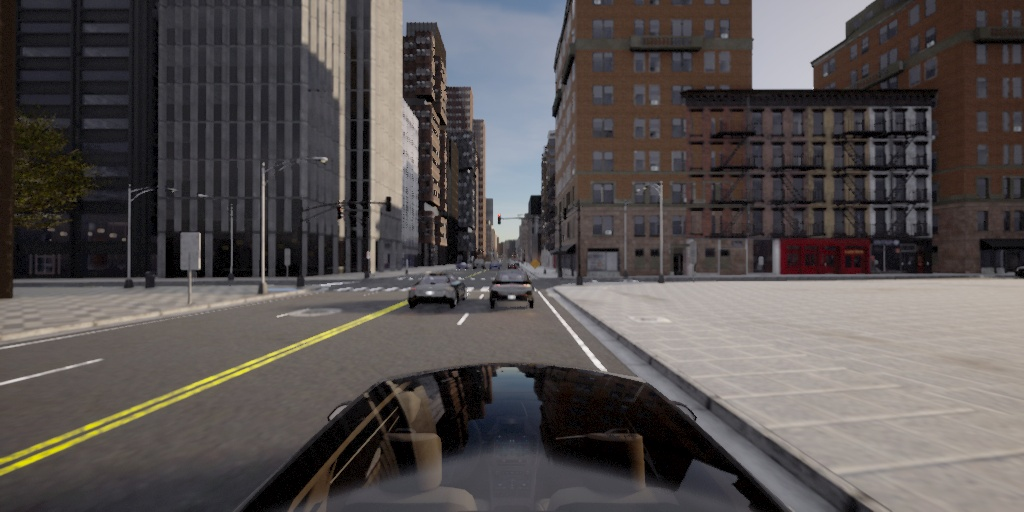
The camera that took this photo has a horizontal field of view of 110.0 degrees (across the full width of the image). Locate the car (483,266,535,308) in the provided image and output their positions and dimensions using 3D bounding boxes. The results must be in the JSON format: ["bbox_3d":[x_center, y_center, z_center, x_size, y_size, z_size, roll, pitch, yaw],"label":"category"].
[{"bbox_3d":[0.015,1.378,16.140,2.128,1.511,4.902,0,0,0],"label":"car"}]

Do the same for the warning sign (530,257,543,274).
[{"bbox_3d":[2.854,1.269,44.173,1.300,1.860,1.060,0,0,0],"label":"warning sign"}]

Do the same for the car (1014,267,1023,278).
[{"bbox_3d":[46.917,1.172,31.092,4.892,1.490,1.837,0,0,0],"label":"car"}]

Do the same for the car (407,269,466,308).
[{"bbox_3d":[-3.257,1.450,16.194,1.994,1.385,4.181,0,0,0],"label":"car"}]
